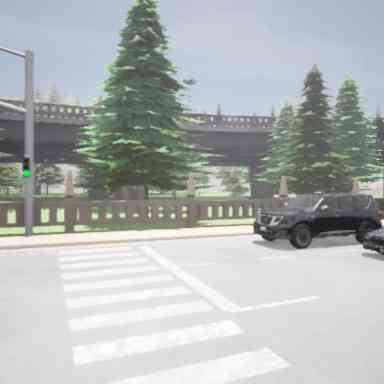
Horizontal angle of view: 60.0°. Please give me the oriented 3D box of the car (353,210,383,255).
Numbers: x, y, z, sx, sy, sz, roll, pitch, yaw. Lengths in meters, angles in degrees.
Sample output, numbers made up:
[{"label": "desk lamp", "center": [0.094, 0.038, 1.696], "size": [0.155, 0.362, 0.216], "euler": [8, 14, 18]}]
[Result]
[{"label": "car", "center": [8.387, 1.444, 11.325], "size": [5.357, 1.411, 2.033], "euler": [0, 1, -23]}]

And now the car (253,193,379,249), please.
[{"label": "car", "center": [5.269, 1.056, 13.774], "size": [5.566, 2.045, 2.150], "euler": [0, 1, -23]}]
